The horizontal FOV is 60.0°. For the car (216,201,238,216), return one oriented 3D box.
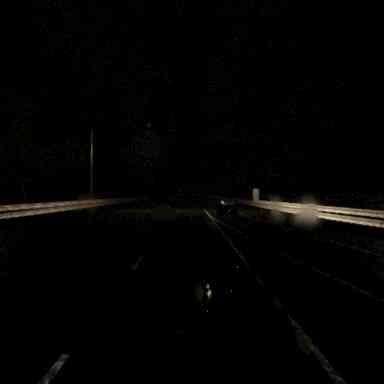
[{"bbox_3d":[3.615,1.652,35.018,2.128,1.511,4.902,0,0,-2],"label":"car"}]
